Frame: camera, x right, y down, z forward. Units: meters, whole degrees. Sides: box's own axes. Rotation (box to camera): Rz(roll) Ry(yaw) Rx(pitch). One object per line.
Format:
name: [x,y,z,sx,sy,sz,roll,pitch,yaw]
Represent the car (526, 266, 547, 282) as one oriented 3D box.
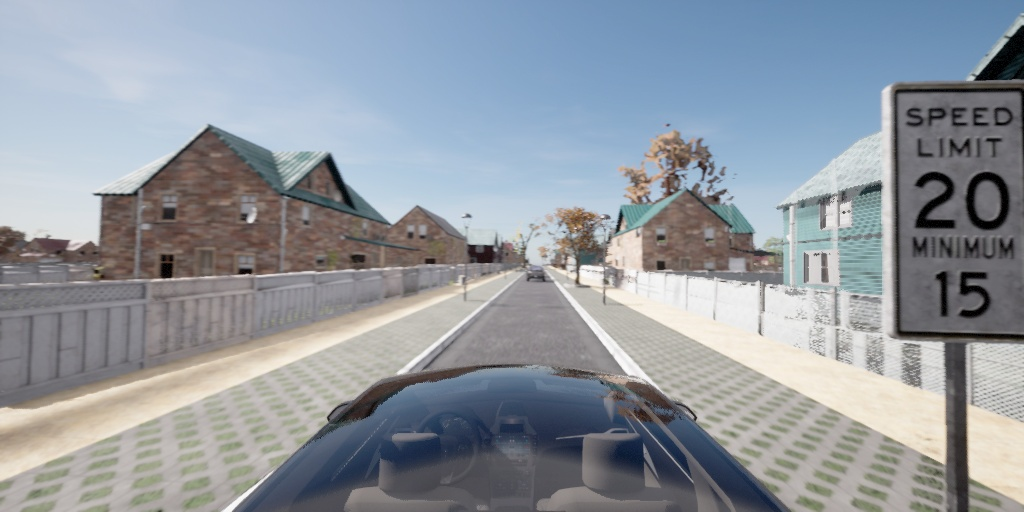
car: [2.440,1.775,36.341,2.128,1.511,4.902,1,-1,4]
